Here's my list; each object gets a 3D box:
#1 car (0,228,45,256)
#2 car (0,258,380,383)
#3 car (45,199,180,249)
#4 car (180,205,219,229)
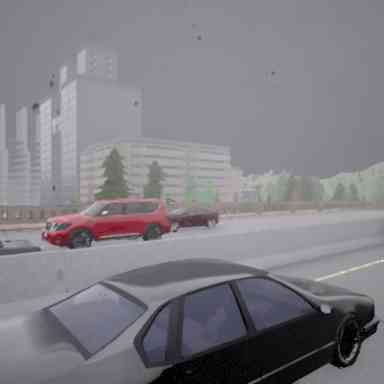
[{"bbox_3d":[-6.388,1.650,8.124,4.718,1.301,1.895,0,-1,-36],"label":"car"},{"bbox_3d":[0.193,1.579,4.029,5.357,1.411,2.033,0,-1,-37],"label":"car"},{"bbox_3d":[-3.521,1.331,14.658,5.566,2.045,2.150,0,0,-39],"label":"car"},{"bbox_3d":[-0.427,1.649,21.662,5.008,1.535,1.882,0,-1,-39],"label":"car"}]
